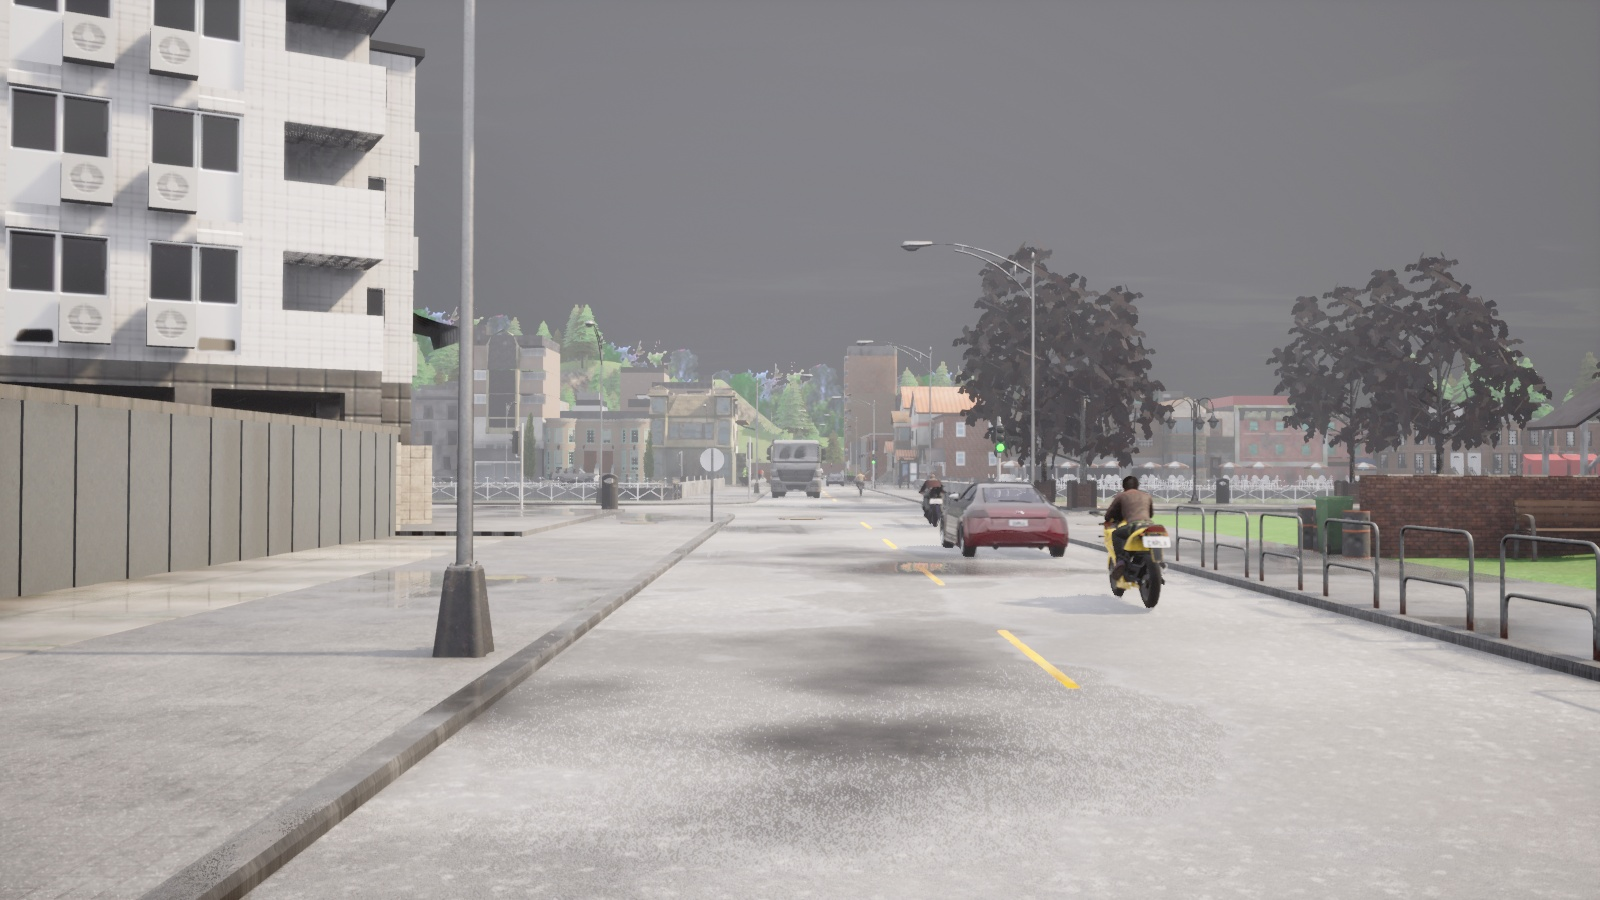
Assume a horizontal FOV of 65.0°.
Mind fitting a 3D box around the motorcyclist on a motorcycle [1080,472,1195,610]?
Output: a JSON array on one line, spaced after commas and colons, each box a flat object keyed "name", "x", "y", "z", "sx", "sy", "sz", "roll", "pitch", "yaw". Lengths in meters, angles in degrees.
[{"name": "motorcyclist on a motorcycle", "x": 3.956, "y": 1.030, "z": 14.904, "sx": 0.797, "sy": 1.523, "sz": 2.044, "roll": 0, "pitch": -1, "yaw": 0}]

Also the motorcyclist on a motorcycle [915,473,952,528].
[{"name": "motorcyclist on a motorcycle", "x": 3.850, "y": 1.444, "z": 36.384, "sx": 0.866, "sy": 1.530, "sz": 2.191, "roll": 0, "pitch": -1, "yaw": 1}]

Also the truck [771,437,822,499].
[{"name": "truck", "x": -0.218, "y": 1.085, "z": 74.708, "sx": 2.891, "sy": 3.462, "sz": 7.936, "roll": 0, "pitch": -1, "yaw": 0}]

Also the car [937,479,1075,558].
[{"name": "car", "x": 3.928, "y": 1.276, "z": 24.640, "sx": 1.994, "sy": 1.385, "sz": 4.181, "roll": 0, "pitch": -1, "yaw": 0}]
